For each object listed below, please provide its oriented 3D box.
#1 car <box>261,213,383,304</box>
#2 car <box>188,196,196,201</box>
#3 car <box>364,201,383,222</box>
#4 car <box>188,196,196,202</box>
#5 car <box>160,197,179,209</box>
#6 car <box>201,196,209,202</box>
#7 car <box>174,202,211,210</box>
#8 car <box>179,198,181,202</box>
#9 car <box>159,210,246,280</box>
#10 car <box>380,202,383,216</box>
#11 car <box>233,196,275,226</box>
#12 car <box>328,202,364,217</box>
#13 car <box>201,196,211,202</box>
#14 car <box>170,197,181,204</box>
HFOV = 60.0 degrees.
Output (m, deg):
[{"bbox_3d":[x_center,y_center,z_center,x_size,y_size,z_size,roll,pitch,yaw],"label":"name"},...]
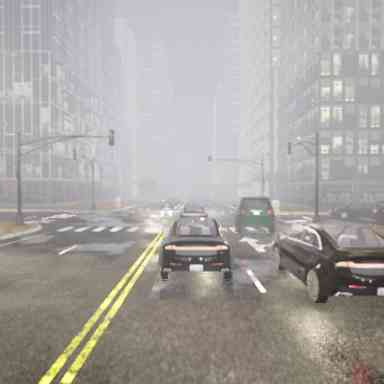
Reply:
[{"bbox_3d":[3.351,1.511,8.162,2.128,1.511,4.902,0,0,0],"label":"car"},{"bbox_3d":[0.010,1.592,86.295,1.895,1.301,4.718,0,0,0],"label":"car"},{"bbox_3d":[16.205,1.594,25.056,5.009,1.841,2.192,1,0,1],"label":"car"},{"bbox_3d":[0.010,1.682,75.848,2.033,1.411,5.357,0,0,0],"label":"car"},{"bbox_3d":[-3.336,1.593,46.384,2.128,1.511,4.902,0,0,0],"label":"car"},{"bbox_3d":[3.261,1.759,86.293,1.895,1.301,4.718,0,0,0],"label":"car"},{"bbox_3d":[0.111,1.615,22.466,2.128,1.511,4.902,0,-1,0],"label":"car"},{"bbox_3d":[-3.315,1.682,55.594,1.994,1.385,4.181,0,0,0],"label":"car"},{"bbox_3d":[0.101,1.515,9.984,2.128,1.511,4.902,0,0,0],"label":"car"},{"bbox_3d":[21.814,1.742,33.341,4.829,1.417,1.752,1,0,1],"label":"car"},{"bbox_3d":[3.766,1.303,20.464,2.150,2.045,5.566,-1,-1,6],"label":"car"},{"bbox_3d":[15.262,1.698,30.888,4.892,1.490,1.837,1,1,2],"label":"car"},{"bbox_3d":[3.259,1.704,76.630,1.994,1.385,4.181,0,0,0],"label":"car"},{"bbox_3d":[-3.242,1.698,65.620,1.994,1.385,4.181,0,0,0],"label":"car"}]
